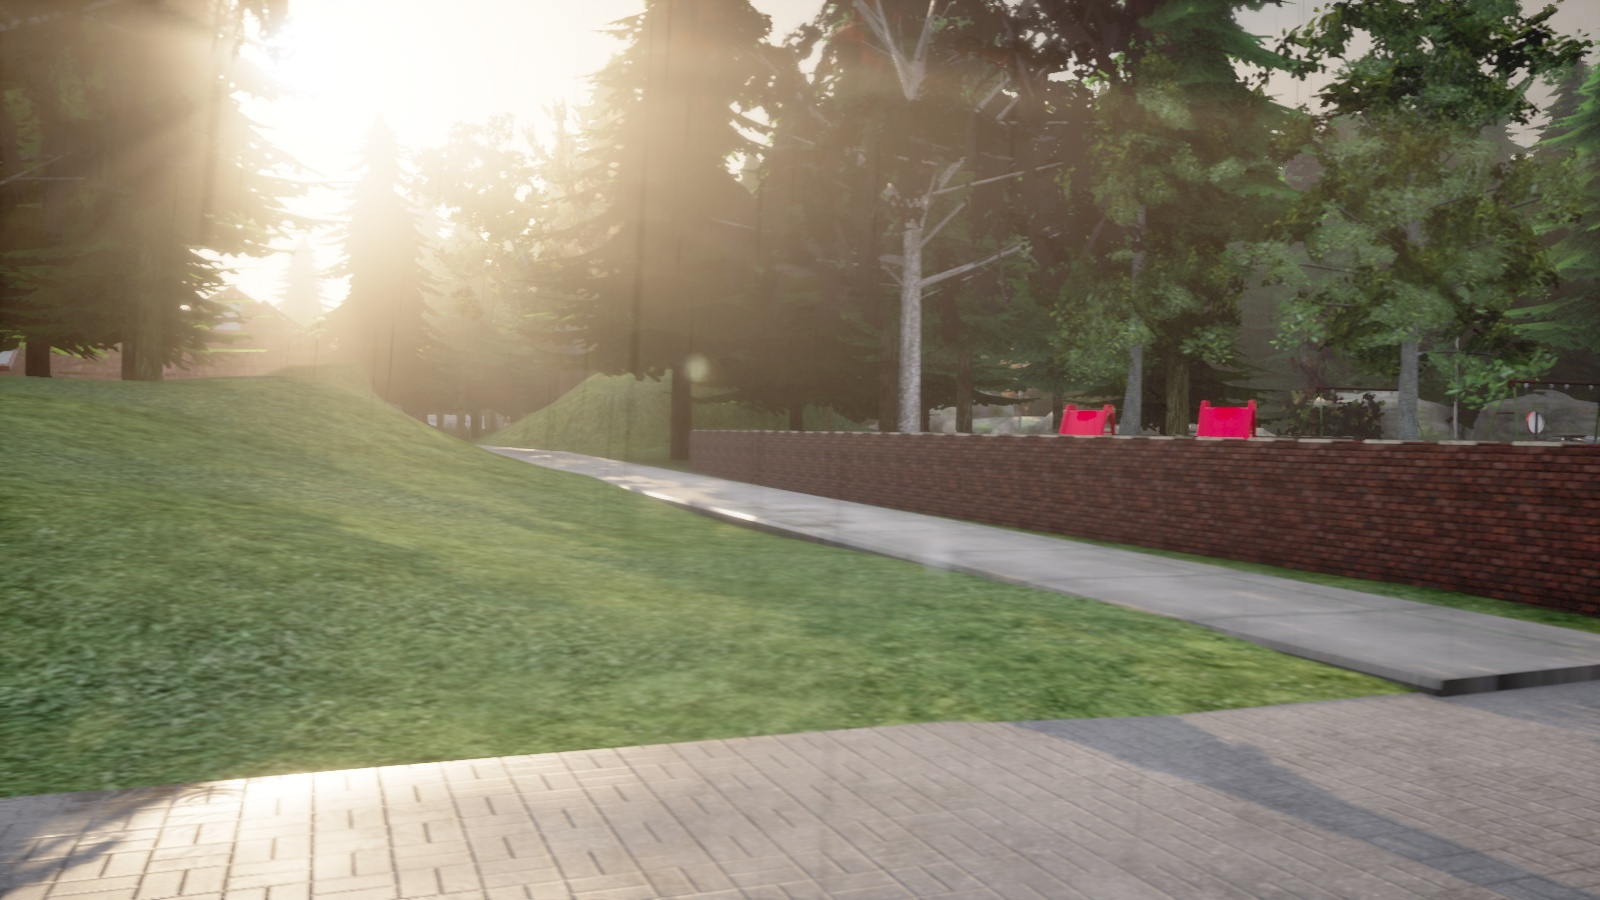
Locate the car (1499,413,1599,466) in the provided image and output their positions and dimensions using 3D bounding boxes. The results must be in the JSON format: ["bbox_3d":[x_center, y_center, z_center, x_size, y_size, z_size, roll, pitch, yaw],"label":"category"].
[{"bbox_3d":[25.404,-0.353,40.268,2.152,1.651,5.027,-1,1,-21],"label":"car"}]
